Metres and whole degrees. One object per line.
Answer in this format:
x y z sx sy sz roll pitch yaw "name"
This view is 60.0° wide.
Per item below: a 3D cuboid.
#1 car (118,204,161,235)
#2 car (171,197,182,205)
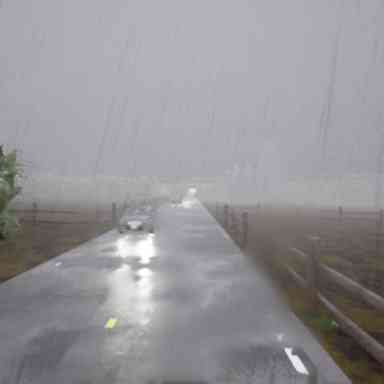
-2.849 1.456 18.829 2.128 1.511 4.902 0 0 0 "car"
-2.771 1.533 60.959 2.033 1.411 5.357 0 0 1 "car"
